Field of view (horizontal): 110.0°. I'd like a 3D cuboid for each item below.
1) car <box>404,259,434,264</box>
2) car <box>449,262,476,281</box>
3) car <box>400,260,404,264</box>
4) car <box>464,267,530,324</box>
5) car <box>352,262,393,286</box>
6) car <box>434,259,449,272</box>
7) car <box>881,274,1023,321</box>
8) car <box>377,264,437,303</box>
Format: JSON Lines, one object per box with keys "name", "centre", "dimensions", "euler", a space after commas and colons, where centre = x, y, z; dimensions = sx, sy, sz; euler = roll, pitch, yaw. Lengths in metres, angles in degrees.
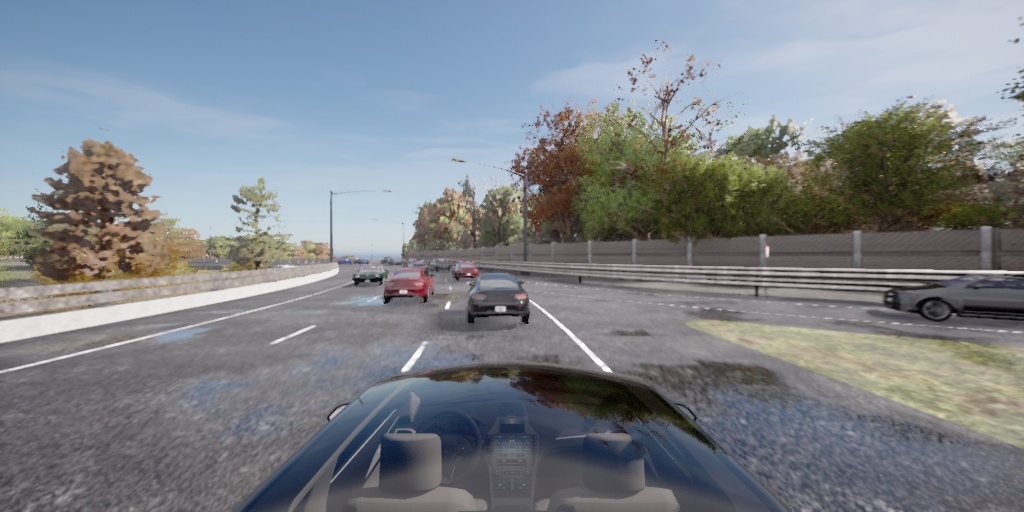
{"name": "car", "centre": [-9.713, 1.192, 37.108], "dimensions": [2.128, 1.511, 4.902], "euler": [0, 0, -19]}
{"name": "car", "centre": [-3.847, 1.225, 29.495], "dimensions": [1.812, 1.442, 4.674], "euler": [0, 0, -14]}
{"name": "car", "centre": [-16.948, 1.197, 60.396], "dimensions": [1.812, 1.442, 4.674], "euler": [0, 0, -32]}
{"name": "car", "centre": [-0.539, 1.254, 11.868], "dimensions": [1.812, 1.442, 4.674], "euler": [0, 0, -6]}
{"name": "car", "centre": [-9.911, 1.329, 25.558], "dimensions": [1.895, 1.301, 4.718], "euler": [0, 0, -13]}
{"name": "car", "centre": [-8.973, 1.171, 44.819], "dimensions": [2.128, 1.511, 4.902], "euler": [0, 0, -23]}
{"name": "car", "centre": [14.112, 1.247, 10.758], "dimensions": [4.181, 1.385, 1.994], "euler": [0, 0, 32]}
{"name": "car", "centre": [-4.650, 1.257, 16.530], "dimensions": [1.812, 1.442, 4.674], "euler": [0, 0, -8]}
